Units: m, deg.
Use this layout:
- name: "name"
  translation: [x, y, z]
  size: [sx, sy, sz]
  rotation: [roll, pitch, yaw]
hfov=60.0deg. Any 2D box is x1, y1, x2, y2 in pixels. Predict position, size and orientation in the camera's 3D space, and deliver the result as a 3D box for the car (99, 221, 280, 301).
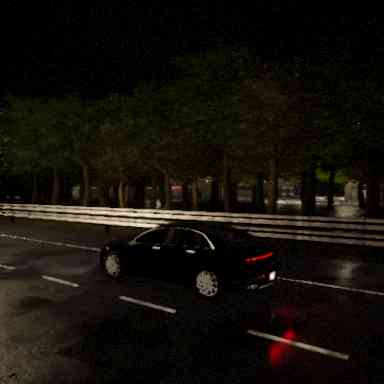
- name: "car"
  translation: [-0.293, 1.507, 8.377]
  size: [4.892, 1.490, 1.837]
  rotation: [0, 0, 36]
